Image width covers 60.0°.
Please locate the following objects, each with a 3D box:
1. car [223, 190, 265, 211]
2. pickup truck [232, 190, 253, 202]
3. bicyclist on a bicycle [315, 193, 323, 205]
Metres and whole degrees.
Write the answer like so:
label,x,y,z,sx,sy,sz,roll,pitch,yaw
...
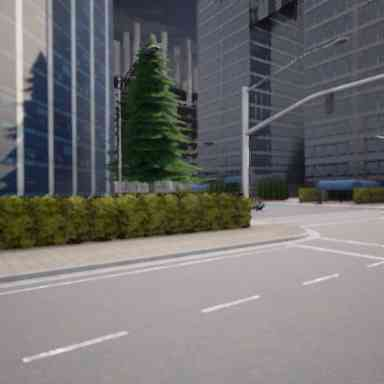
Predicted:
label,x,y,z,sx,sy,sz,roll,pitch,yaw
car,5.276,1.008,35.823,2.150,2.045,5.566,-1,0,-36
pickup truck,9.631,0.676,64.177,2.390,2.098,6.274,0,0,-6
bicyclist on a bicycle,16.952,0.965,44.389,1.656,1.620,0.582,-1,1,-36
